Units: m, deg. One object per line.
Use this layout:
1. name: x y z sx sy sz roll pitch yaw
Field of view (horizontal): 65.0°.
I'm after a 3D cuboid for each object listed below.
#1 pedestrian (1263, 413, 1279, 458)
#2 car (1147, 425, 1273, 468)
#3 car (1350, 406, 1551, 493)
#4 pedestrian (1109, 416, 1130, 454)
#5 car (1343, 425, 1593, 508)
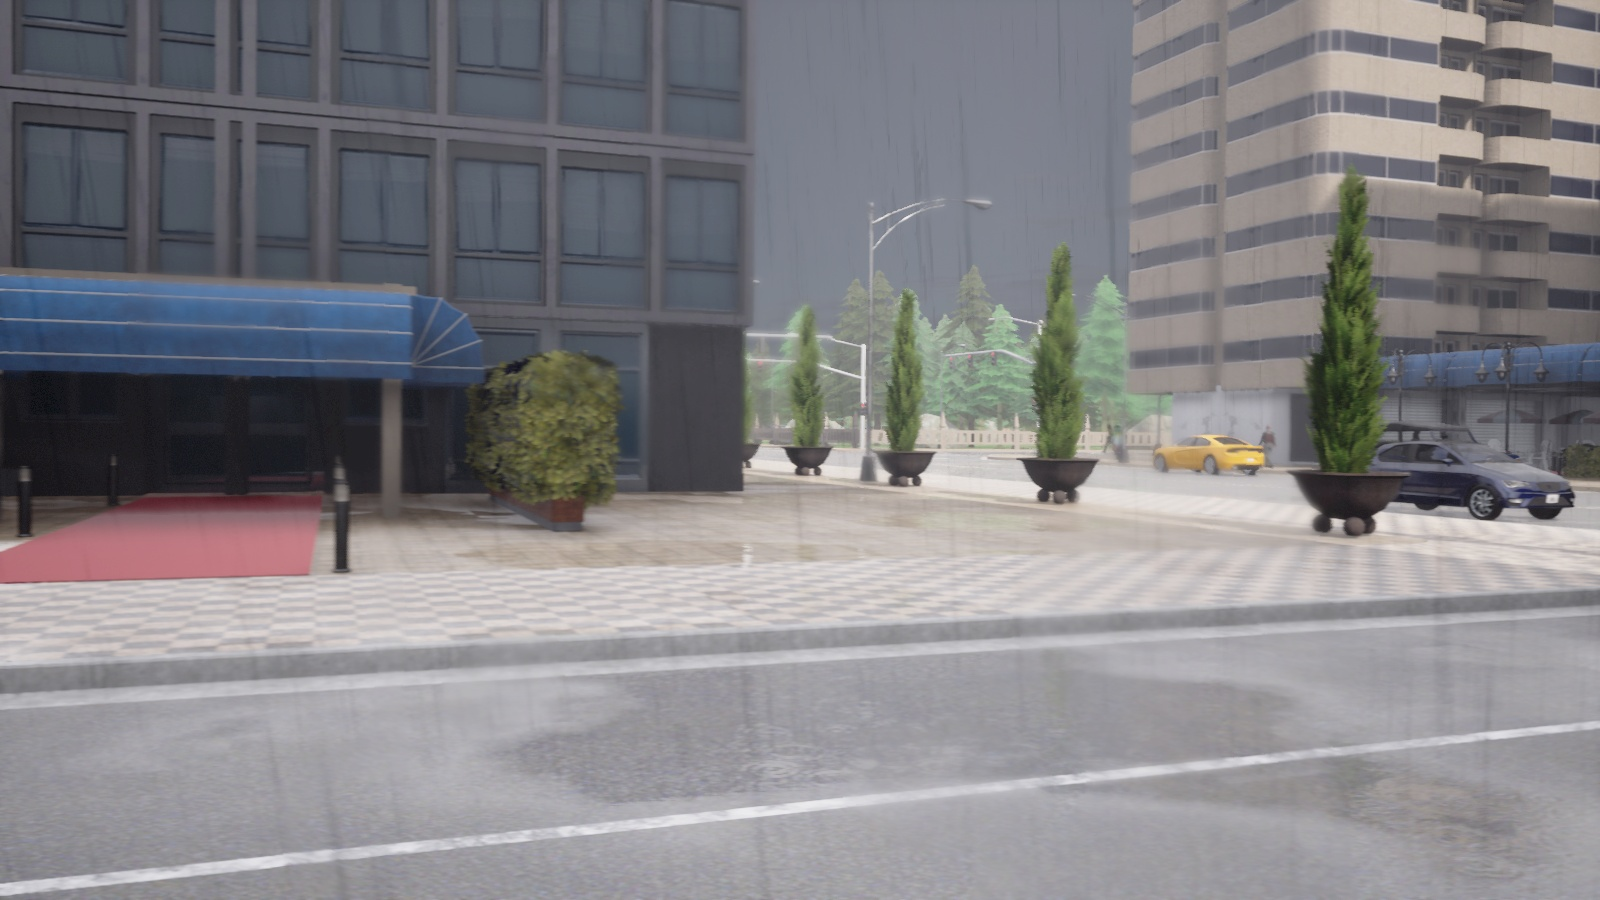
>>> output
1. pedestrian: 19.311 -0.594 51.496 0.376 1.854 0.720 -1 1 1
2. car: 15.570 -0.174 48.046 1.882 1.535 5.008 -1 1 -20
3. car: 15.034 -0.044 29.239 1.905 1.878 3.866 -1 1 -20
4. pedestrian: 16.522 -0.782 64.989 0.659 1.952 0.873 -1 1 -18
5. car: 12.981 0.269 24.697 1.816 1.474 4.193 -1 1 -20
